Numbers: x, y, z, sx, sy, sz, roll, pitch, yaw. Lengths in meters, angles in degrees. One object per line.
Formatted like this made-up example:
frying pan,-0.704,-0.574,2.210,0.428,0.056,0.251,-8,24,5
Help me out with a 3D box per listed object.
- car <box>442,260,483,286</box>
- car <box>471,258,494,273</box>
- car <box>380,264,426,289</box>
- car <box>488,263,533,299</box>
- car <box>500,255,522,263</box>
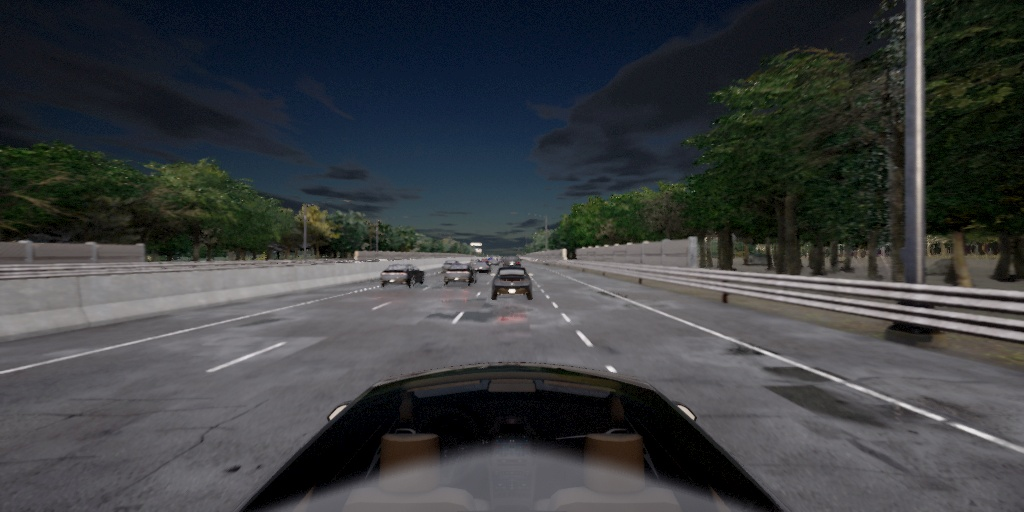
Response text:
car,-3.497,1.241,25.162,2.128,1.511,4.902,0,0,0
car,-3.496,1.289,42.233,1.994,1.385,4.181,0,0,0
car,-6.997,1.243,23.363,2.128,1.511,4.902,0,0,0
car,0.002,1.260,17.963,1.837,1.490,4.892,0,0,0
car,0.003,0.946,42.309,2.150,2.045,5.566,0,0,0
